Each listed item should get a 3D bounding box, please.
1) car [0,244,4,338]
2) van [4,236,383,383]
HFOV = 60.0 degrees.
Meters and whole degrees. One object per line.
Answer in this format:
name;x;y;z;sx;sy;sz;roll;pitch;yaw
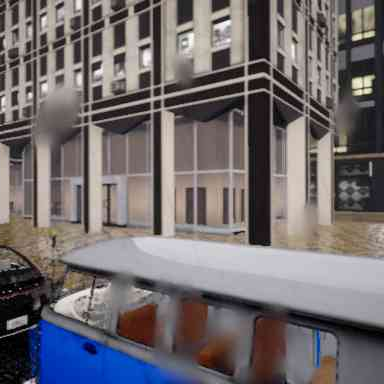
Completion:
car;-4.177;1.569;5.858;4.403;1.369;2.008;0;0;36
van;0.420;1.344;2.576;3.998;1.788;1.690;0;0;36
